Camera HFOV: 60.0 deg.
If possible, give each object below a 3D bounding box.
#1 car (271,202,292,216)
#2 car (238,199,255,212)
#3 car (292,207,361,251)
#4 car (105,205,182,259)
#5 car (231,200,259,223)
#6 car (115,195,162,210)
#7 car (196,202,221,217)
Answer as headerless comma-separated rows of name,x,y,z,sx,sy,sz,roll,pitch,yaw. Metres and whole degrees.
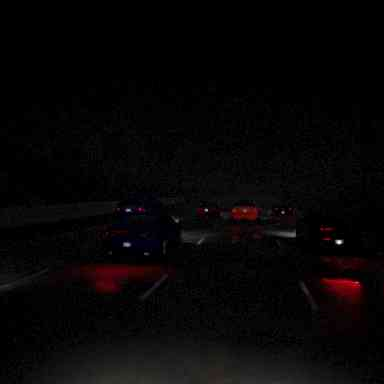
car,9.117,1.671,34.048,1.895,1.301,4.718,0,0,10
car,6.924,1.639,41.814,1.994,1.385,4.181,0,0,10
car,5.707,1.540,14.360,1.837,1.490,4.892,0,0,10
car,-1.635,1.489,12.786,1.882,1.535,5.008,0,0,9
car,4.203,1.397,26.227,2.097,1.767,4.553,0,0,10
car,-3.457,1.241,23.112,2.150,2.045,5.566,0,0,10
car,1.648,1.610,31.965,1.994,1.385,4.181,0,0,10
